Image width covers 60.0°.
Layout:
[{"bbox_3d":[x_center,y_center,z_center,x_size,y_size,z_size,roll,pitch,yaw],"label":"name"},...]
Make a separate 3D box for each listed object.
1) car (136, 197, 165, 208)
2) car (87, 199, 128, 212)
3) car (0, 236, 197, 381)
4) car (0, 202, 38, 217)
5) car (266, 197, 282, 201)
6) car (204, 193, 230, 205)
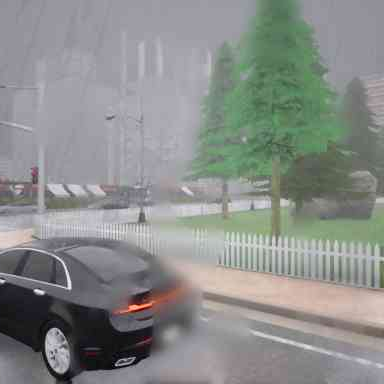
[{"bbox_3d":[-5.911,1.478,48.014,1.882,1.535,5.008,0,0,34],"label":"car"},{"bbox_3d":[-9.293,1.491,36.717,2.128,1.511,4.902,0,0,34],"label":"car"},{"bbox_3d":[-2.211,1.505,5.505,4.892,1.490,1.837,0,0,36],"label":"car"},{"bbox_3d":[-16.866,1.601,31.720,1.895,1.301,4.718,0,0,34],"label":"car"},{"bbox_3d":[14.919,1.563,59.853,1.994,1.385,4.181,0,0,34],"label":"car"},{"bbox_3d":[4.559,1.226,57.185,2.150,2.045,5.566,0,0,34],"label":"car"}]
